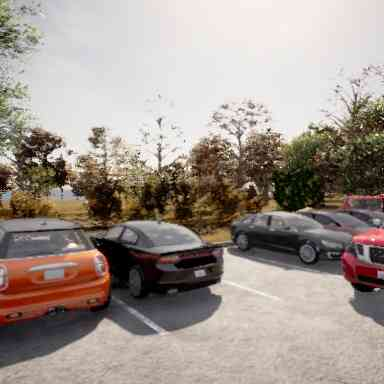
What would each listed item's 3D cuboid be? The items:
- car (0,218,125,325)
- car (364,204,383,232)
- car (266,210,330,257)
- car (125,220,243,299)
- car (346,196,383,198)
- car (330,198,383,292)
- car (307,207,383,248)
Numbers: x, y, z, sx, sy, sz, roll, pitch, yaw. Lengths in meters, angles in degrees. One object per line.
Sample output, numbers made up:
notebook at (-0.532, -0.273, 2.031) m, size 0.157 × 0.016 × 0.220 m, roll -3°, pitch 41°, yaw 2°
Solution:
car at (-3.443, 1.345, 7.109) m, size 2.185 × 1.767 × 4.553 m, roll 0°, pitch 0°, yaw -35°
car at (12.600, 1.517, 18.459) m, size 2.097 × 1.535 × 5.008 m, roll 0°, pitch 0°, yaw -35°
car at (5.682, 1.528, 13.549) m, size 2.163 × 1.488 × 4.792 m, roll 0°, pitch 0°, yaw -35°
car at (-1.253, 1.477, 8.686) m, size 2.097 × 1.535 × 5.008 m, roll 0°, pitch 0°, yaw -35°
car at (10.297, 1.262, 16.807) m, size 2.435 × 2.045 × 5.566 m, roll 0°, pitch 0°, yaw -35°
car at (5.906, 1.242, 7.852) m, size 5.566 × 2.045 × 2.150 m, roll 0°, pitch 0°, yaw -35°
car at (7.990, 1.536, 15.177) m, size 2.163 × 1.488 × 4.792 m, roll 0°, pitch 0°, yaw -35°
